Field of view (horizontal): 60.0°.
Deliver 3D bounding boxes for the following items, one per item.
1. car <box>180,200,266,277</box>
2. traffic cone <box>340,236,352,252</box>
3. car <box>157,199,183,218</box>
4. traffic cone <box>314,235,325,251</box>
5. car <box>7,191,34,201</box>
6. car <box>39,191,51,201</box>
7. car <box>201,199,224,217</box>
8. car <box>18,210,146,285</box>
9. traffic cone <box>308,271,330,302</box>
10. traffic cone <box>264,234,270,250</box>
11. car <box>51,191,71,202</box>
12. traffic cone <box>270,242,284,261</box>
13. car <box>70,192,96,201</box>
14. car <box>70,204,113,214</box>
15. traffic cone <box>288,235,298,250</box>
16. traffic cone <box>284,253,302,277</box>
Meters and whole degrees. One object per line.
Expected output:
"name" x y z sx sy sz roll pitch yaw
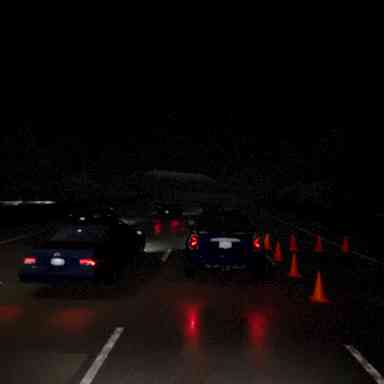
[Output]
"car" 0.927 1.321 10.374 2.097 1.767 4.553 1 0 3
"traffic cone" 5.948 1.989 12.882 0.340 0.580 0.340 1 0 2
"car" -1.789 1.293 27.634 1.812 1.442 4.674 1 1 3
"traffic cone" 4.950 1.973 12.928 0.340 0.580 0.340 1 0 3
"car" -25.464 0.581 49.512 1.837 1.490 4.892 1 1 3
"car" -21.855 0.600 51.727 1.837 1.490 4.892 1 1 3
"car" 1.829 1.392 30.159 1.895 1.301 4.718 1 1 3
"car" -2.629 1.467 9.330 2.033 1.411 5.357 1 0 3
"traffic cone" 2.679 1.971 7.024 0.340 0.580 0.340 1 0 3
"traffic cone" 2.953 1.941 13.018 0.340 0.580 0.340 1 0 3
"car" -18.489 0.694 49.186 1.837 1.490 4.892 1 1 3
"traffic cone" 2.862 1.951 11.021 0.340 0.580 0.340 1 0 3
"car" -15.075 0.796 47.296 1.812 1.442 4.674 1 1 3
"car" -5.670 1.361 19.422 1.994 1.385 4.181 1 1 3
"traffic cone" 3.952 1.957 12.974 0.340 0.580 0.340 1 0 2
"traffic cone" 2.771 1.961 9.023 0.340 0.580 0.340 1 0 3
